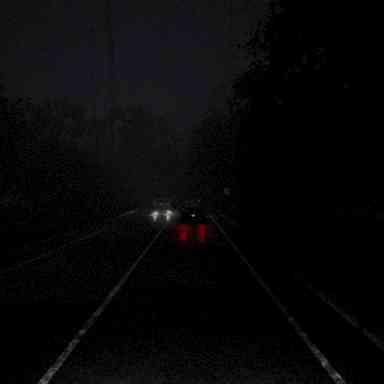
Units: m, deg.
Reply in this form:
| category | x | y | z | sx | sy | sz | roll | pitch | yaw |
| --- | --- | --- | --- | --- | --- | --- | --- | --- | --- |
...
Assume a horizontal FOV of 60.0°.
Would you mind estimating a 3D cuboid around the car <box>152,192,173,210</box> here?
| category | x | y | z | sx | sy | sz | roll | pitch | yaw |
| --- | --- | --- | --- | --- | --- | --- | --- | --- | --- |
| car | -3.574 | 1.080 | 41.413 | 2.150 | 2.045 | 5.566 | 0 | 0 | 0 |

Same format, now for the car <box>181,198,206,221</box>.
| category | x | y | z | sx | sy | sz | roll | pitch | yaw |
| --- | --- | --- | --- | --- | --- | --- | --- | --- | --- |
| car | 0.087 | 1.475 | 26.158 | 1.812 | 1.442 | 4.674 | 0 | 0 | 0 |

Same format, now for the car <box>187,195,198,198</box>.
| category | x | y | z | sx | sy | sz | roll | pitch | yaw |
| --- | --- | --- | --- | --- | --- | --- | --- | --- | --- |
| car | 0.081 | 1.202 | 42.265 | 2.097 | 1.767 | 4.553 | 0 | 0 | 0 |
